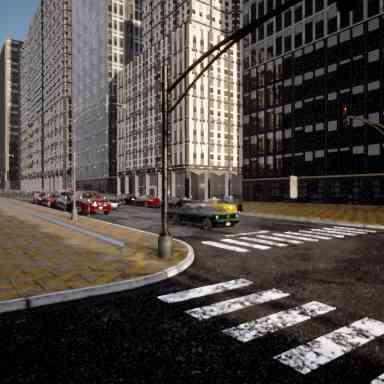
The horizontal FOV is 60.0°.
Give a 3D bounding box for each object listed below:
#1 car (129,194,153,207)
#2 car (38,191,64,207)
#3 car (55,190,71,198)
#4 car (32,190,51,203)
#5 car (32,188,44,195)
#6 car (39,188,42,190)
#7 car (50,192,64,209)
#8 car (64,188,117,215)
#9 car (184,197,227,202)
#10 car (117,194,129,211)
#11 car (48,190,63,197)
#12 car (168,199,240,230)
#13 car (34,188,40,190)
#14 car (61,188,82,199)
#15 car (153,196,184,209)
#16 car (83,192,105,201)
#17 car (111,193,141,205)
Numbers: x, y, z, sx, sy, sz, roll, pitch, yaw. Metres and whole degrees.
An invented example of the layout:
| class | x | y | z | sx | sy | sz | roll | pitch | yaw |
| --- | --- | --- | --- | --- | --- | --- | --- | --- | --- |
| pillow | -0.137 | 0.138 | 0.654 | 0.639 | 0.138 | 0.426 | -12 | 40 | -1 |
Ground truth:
| class | x | y | z | sx | sy | sz | roll | pitch | yaw |
| --- | --- | --- | --- | --- | --- | --- | --- | --- | --- |
| car | -4.938 | 0.983 | 36.694 | 1.802 | 1.307 | 4.206 | 1 | 0 | -36 |
| car | -15.013 | 0.864 | 36.284 | 1.887 | 1.381 | 4.507 | 1 | 0 | -36 |
| car | -24.917 | 0.296 | 64.065 | 1.752 | 1.417 | 4.829 | 1 | 0 | -36 |
| car | -18.327 | 0.797 | 40.822 | 1.802 | 1.307 | 4.206 | 1 | 0 | -36 |
| car | -38.068 | -0.202 | 82.083 | 1.967 | 1.590 | 4.097 | 1 | 0 | -36 |
| car | -31.444 | 0.110 | 73.006 | 1.887 | 1.381 | 4.507 | 1 | 0 | -36 |
| car | -11.701 | 0.990 | 31.746 | 1.947 | 1.339 | 4.313 | 1 | 0 | -36 |
| car | -8.383 | 0.845 | 27.206 | 2.192 | 1.841 | 5.009 | 1 | 0 | -36 |
| car | 1.658 | 1.133 | 27.807 | 1.752 | 1.417 | 4.829 | 1 | 0 | -36 |
| car | -8.253 | 0.952 | 31.398 | 2.128 | 1.511 | 4.902 | 0 | 1 | -36 |
| car | -28.131 | 0.220 | 68.466 | 2.008 | 1.369 | 4.403 | 1 | 0 | -36 |
| car | 0.581 | 1.341 | 19.339 | 1.895 | 1.301 | 4.718 | 0 | 1 | -37 |
| car | -34.756 | -0.098 | 77.545 | 1.967 | 1.590 | 4.097 | 1 | 0 | -36 |
| car | -21.499 | 0.193 | 59.387 | 2.192 | 1.841 | 5.009 | 1 | 0 | -36 |
| car | -1.625 | 1.072 | 32.155 | 1.947 | 1.339 | 4.313 | 1 | 0 | -36 |
| car | -14.878 | 0.652 | 50.311 | 1.947 | 1.339 | 4.313 | 1 | 0 | -36 |
| car | -8.252 | 0.862 | 41.232 | 1.947 | 1.339 | 4.313 | 1 | 0 | -36 |
